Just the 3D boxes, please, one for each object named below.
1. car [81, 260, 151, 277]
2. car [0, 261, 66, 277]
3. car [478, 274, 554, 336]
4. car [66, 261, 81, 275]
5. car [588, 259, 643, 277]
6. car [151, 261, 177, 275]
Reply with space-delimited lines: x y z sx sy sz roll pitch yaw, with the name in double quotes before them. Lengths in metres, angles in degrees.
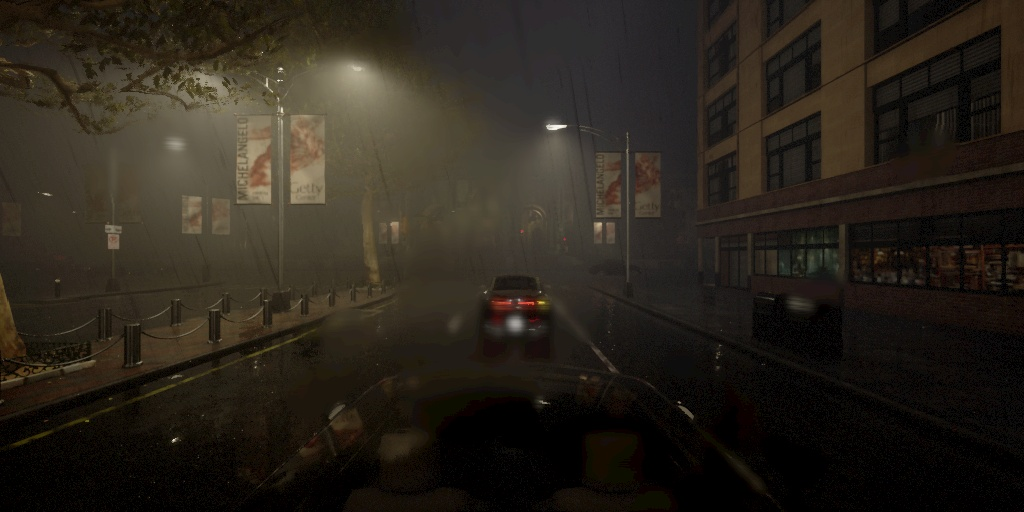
"car" -38.407 1.314 34.877 4.181 1.385 1.994 0 0 0
"car" -47.267 1.255 34.907 4.892 1.490 1.837 0 0 -1
"car" 0.122 1.255 10.365 1.837 1.490 4.892 0 0 1
"car" -48.153 1.241 38.414 4.902 1.511 2.128 0 0 0
"car" 9.819 1.228 34.321 5.008 1.535 1.882 0 0 1
"car" -38.903 1.228 38.383 5.008 1.535 1.882 0 0 0
